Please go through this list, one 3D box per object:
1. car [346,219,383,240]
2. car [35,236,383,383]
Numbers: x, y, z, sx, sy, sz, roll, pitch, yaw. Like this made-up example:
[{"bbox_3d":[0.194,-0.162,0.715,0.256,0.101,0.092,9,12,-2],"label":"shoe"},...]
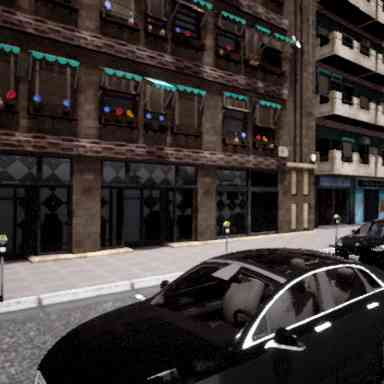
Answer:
[{"bbox_3d":[6.675,1.626,11.323,4.313,1.339,1.947,0,0,-36],"label":"car"},{"bbox_3d":[0.809,1.519,3.955,4.892,1.490,1.837,0,0,-36],"label":"car"}]
